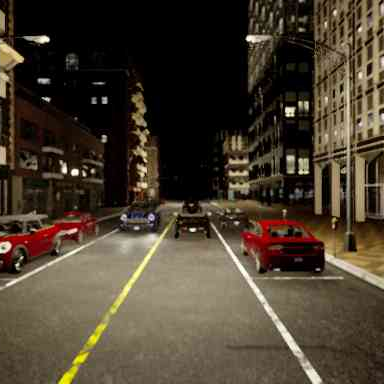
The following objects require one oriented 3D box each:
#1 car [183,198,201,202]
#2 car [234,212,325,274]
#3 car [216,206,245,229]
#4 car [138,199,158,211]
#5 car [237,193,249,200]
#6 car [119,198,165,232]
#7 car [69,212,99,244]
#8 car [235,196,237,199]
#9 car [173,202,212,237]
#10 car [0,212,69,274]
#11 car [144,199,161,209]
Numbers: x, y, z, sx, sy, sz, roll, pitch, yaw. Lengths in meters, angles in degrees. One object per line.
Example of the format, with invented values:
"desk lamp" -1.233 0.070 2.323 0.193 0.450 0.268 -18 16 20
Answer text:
"car" -0.027 1.460 38.552 2.097 1.767 4.553 0 0 0
"car" 2.653 1.562 10.532 1.887 1.381 4.507 0 0 0
"car" 2.619 1.599 21.830 2.008 1.369 4.403 0 0 0
"car" -5.829 1.702 44.399 2.008 1.369 4.403 0 0 0
"car" 14.440 1.219 82.987 5.009 1.841 2.192 -1 1 -1
"car" -3.067 1.421 20.589 2.097 1.767 4.553 0 0 0
"car" -5.744 1.650 16.156 1.802 1.307 4.206 0 0 0
"car" 14.281 1.232 91.365 5.009 1.841 2.192 -1 1 -1
"car" 0.027 1.556 18.446 1.837 1.490 4.892 0 0 0
"car" -5.728 1.493 10.508 1.967 1.590 4.097 0 0 0
"car" -5.844 1.720 50.047 2.008 1.369 4.403 0 0 0
